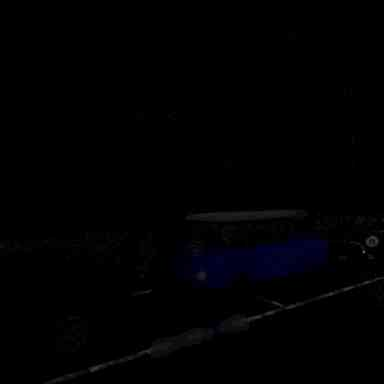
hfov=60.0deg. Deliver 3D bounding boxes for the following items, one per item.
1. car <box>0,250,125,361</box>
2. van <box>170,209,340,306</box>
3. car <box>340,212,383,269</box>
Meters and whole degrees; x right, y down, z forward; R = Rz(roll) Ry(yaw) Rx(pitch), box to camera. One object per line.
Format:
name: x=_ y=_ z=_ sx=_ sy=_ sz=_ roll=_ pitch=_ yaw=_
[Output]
car: x=-3.144 y=1.545 z=4.409 sx=4.507 sy=1.381 sz=1.887 roll=0 pitch=0 yaw=-35
van: x=1.445 y=1.323 z=7.682 sx=3.998 sy=1.788 sz=1.690 roll=0 pitch=0 yaw=-35
car: x=6.034 y=1.404 z=10.954 sx=4.097 sy=1.590 sz=1.967 roll=0 pitch=0 yaw=-35
